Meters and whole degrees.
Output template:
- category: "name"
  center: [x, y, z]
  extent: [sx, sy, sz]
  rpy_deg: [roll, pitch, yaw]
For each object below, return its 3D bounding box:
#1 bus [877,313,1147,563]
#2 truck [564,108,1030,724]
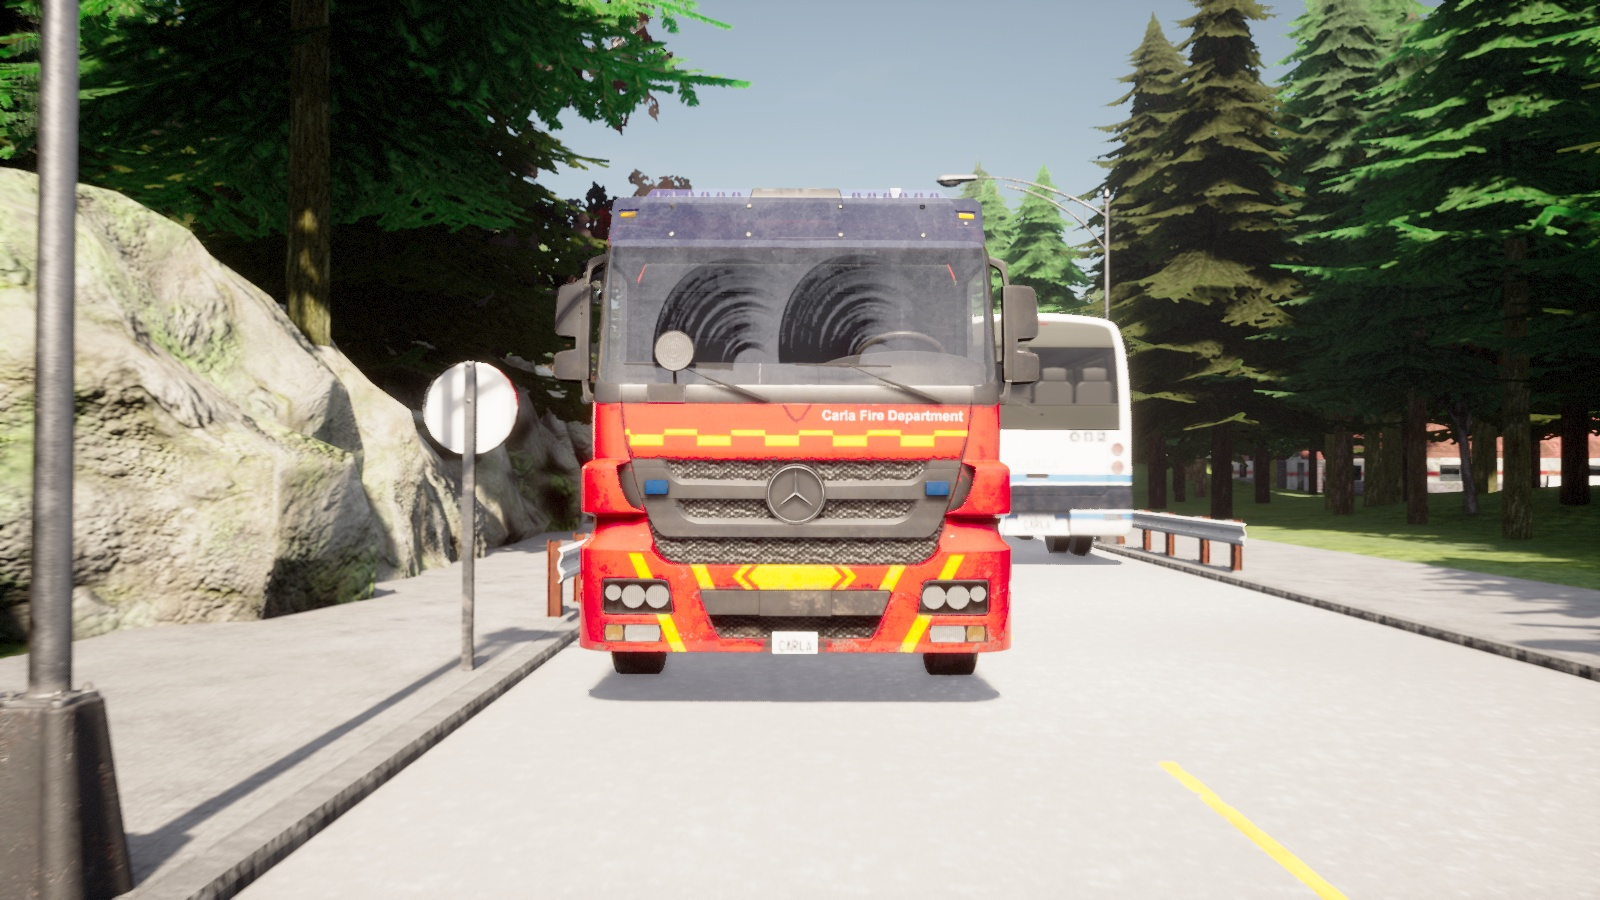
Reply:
- category: "bus"
  center: [3.929, -0.132, 26.595]
  extent: [3.944, 4.253, 10.273]
  rpy_deg: [0, -1, 0]
- category: "truck"
  center: [-0.035, -0.148, 12.052]
  extent: [2.891, 3.827, 8.468]
  rpy_deg: [0, -1, 0]
